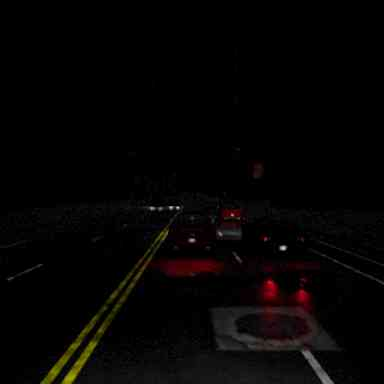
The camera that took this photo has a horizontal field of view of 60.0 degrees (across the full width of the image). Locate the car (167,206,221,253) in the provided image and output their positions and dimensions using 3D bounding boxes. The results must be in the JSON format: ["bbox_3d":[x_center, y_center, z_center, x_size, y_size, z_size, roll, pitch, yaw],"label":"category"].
[{"bbox_3d":[0.015,1.605,14.470,1.882,1.535,5.008,0,0,0],"label":"car"}]

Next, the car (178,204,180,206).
[{"bbox_3d":[0.018,1.847,29.095,1.895,1.301,4.718,0,0,0],"label":"car"}]

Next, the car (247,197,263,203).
[{"bbox_3d":[16.726,2.005,88.372,4.097,1.590,1.967,0,1,0],"label":"car"}]

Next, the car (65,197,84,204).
[{"bbox_3d":[-30.112,2.108,85.264,4.097,1.590,1.967,0,1,0],"label":"car"}]

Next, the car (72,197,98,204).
[{"bbox_3d":[-24.688,2.280,76.741,4.313,1.339,1.947,0,1,0],"label":"car"}]

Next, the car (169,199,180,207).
[{"bbox_3d":[-3.250,2.035,63.268,2.033,1.411,5.357,0,0,1],"label":"car"}]

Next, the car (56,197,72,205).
[{"bbox_3d":[-30.115,2.048,76.737,5.009,1.841,2.192,0,1,0],"label":"car"}]

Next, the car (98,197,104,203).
[{"bbox_3d":[-24.687,2.089,85.264,4.097,1.590,1.967,0,1,0],"label":"car"}]

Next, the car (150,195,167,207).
[{"bbox_3d":[-6.509,1.697,62.685,2.150,2.045,5.566,0,0,1],"label":"car"}]

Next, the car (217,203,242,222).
[{"bbox_3d":[3.273,1.727,29.465,1.882,1.535,5.008,0,0,0],"label":"car"}]

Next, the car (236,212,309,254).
[{"bbox_3d":[3.261,1.725,14.096,1.895,1.301,4.718,0,0,0],"label":"car"}]
